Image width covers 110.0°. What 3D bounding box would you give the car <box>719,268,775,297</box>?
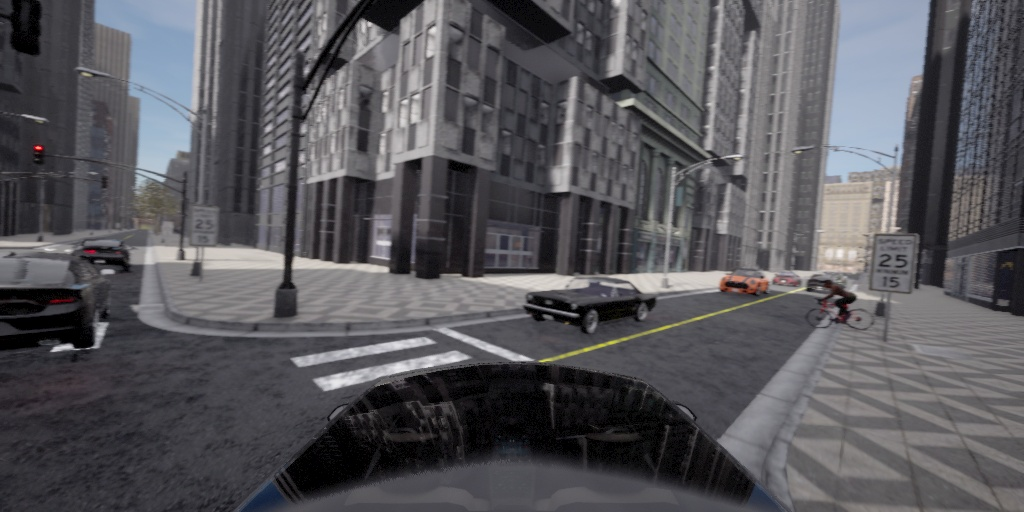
[{"bbox_3d":[15.533,1.612,23.877,2.097,1.767,4.553,6,2,45],"label":"car"}]

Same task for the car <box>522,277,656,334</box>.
[{"bbox_3d":[2.466,1.309,10.690,1.895,1.301,4.718,6,2,44],"label":"car"}]

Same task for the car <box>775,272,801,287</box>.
[{"bbox_3d":[27.646,2.308,36.007,1.994,1.385,4.181,6,2,45],"label":"car"}]

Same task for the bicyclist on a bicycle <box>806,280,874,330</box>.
[{"bbox_3d":[10.651,1.601,11.761,1.656,1.620,0.582,-7,-7,44],"label":"bicyclist on a bicycle"}]

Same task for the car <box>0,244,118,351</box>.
[{"bbox_3d":[-8.595,0.657,6.316,5.008,1.535,1.882,4,1,45],"label":"car"}]

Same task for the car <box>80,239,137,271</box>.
[{"bbox_3d":[-20.151,-0.091,17.750,4.892,1.490,1.837,3,0,45],"label":"car"}]

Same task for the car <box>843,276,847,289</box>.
[{"bbox_3d":[35.007,2.496,39.138,4.553,1.767,2.097,2,2,-45],"label":"car"}]

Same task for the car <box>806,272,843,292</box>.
[{"bbox_3d":[26.358,2.325,30.378,4.892,1.490,1.837,2,3,-45],"label":"car"}]
